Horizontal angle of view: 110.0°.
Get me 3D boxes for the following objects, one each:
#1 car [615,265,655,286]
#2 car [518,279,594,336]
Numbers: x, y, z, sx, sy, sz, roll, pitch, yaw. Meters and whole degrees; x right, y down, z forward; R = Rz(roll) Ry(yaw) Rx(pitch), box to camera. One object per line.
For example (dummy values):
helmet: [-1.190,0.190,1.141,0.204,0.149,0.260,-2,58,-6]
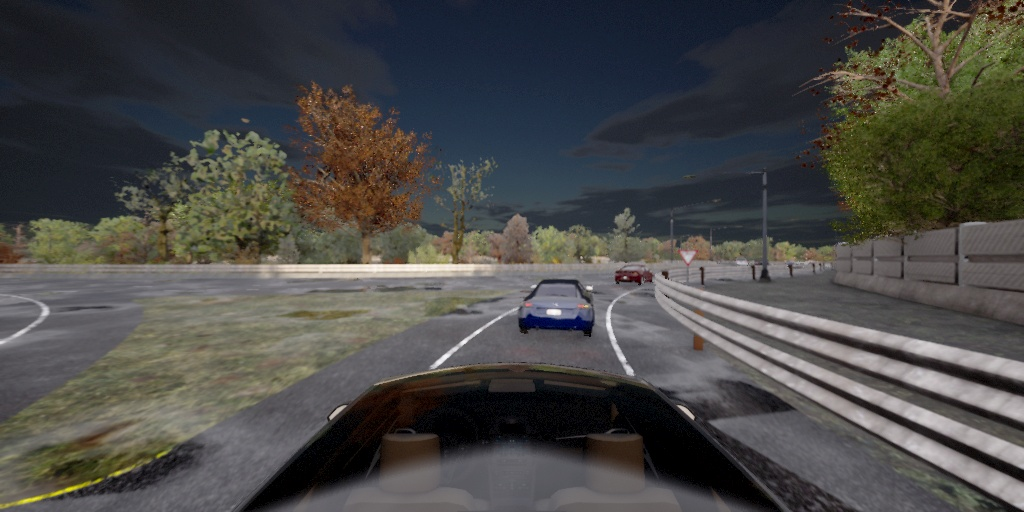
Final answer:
car: [9.654,1.419,27.843,1.882,1.535,5.008,0,0,37]
car: [1.457,1.374,10.828,1.994,1.385,4.181,0,0,12]
